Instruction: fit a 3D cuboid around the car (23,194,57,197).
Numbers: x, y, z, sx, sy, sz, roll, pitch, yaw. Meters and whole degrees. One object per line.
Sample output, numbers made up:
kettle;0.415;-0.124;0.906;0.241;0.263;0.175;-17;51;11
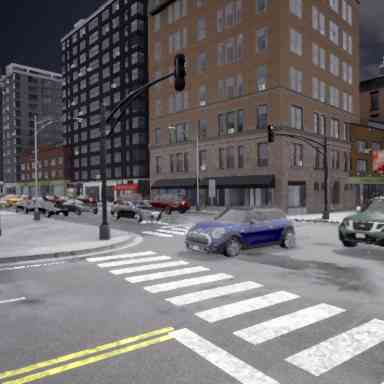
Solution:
car;-17.536;1.258;38.424;1.812;1.442;4.674;-1;1;-44

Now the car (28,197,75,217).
car;-12.405;1.418;29.188;1.947;1.339;4.313;0;1;-44

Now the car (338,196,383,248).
car;8.343;1.192;13.638;5.566;2.045;2.150;-1;1;-35

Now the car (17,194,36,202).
car;-29.327;1.044;58.832;1.802;1.307;4.206;0;1;-44

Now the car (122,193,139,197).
car;-6.296;1.045;35.132;2.192;1.841;5.009;0;1;-44

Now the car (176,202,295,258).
car;1.962;1.373;13.071;4.553;1.767;2.097;-1;1;-36

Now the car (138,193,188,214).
car;-2.457;1.087;31.182;2.192;1.841;5.009;0;1;-44

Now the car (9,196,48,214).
car;-16.243;1.375;33.137;1.947;1.339;4.313;0;1;-44

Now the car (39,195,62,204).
car;-21.650;1.136;50.933;1.802;1.307;4.206;0;1;-44

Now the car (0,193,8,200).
car;-40.842;0.886;70.681;1.947;1.339;4.313;0;1;-44

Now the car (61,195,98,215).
car;-10.606;1.336;31.280;1.812;1.442;4.674;-1;1;-44

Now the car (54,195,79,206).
car;-17.812;1.181;46.983;1.802;1.307;4.206;0;1;-44

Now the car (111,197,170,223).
car;-4.187;1.372;24.677;2.128;1.511;4.902;-1;1;-44

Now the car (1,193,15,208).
car;-23.799;1.248;40.912;1.752;1.417;4.829;0;1;-44
